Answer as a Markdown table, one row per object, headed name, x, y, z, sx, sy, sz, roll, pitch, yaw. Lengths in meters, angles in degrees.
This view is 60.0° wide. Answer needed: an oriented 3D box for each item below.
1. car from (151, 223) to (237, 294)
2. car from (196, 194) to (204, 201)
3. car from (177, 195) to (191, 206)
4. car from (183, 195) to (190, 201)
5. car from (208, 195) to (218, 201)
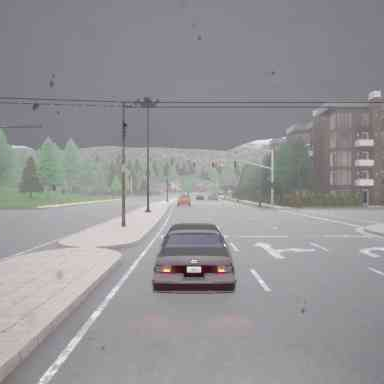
| name | x | y | z | sx | sy | sz | roll | pitch | yaw |
| --- | --- | --- | --- | --- | --- | --- | --- | --- | --- |
| car | 0.050 | 1.547 | 8.951 | 2.033 | 1.411 | 5.357 | 0 | 0 | 0 |
| car | 2.055 | 1.477 | 85.558 | 1.882 | 1.535 | 5.008 | 0 | 0 | 0 |
| car | -1.309 | 1.352 | 54.697 | 2.097 | 1.767 | 4.553 | 0 | 0 | -1 |
| car | -1.445 | 1.523 | 85.522 | 1.812 | 1.442 | 4.674 | 0 | 0 | 0 |
| car | 5.555 | 1.539 | 85.562 | 2.033 | 1.411 | 5.357 | 0 | 0 | 0 |
